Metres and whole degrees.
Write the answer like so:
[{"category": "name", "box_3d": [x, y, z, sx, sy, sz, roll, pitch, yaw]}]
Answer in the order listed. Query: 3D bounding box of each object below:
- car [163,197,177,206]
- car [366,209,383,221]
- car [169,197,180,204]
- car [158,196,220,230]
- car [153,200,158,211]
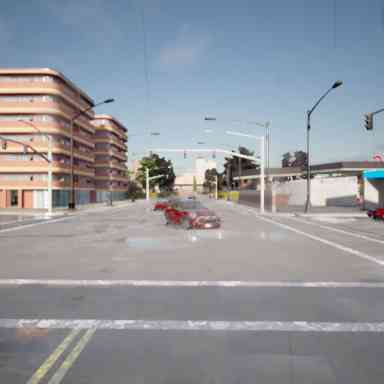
[{"category": "car", "box_3d": [-3.571, 1.539, 54.579, 1.837, 1.490, 4.892, 0, -1, 0]}, {"category": "car", "box_3d": [16.543, 1.617, 26.404, 4.718, 1.301, 1.895, 0, 0, 1]}, {"category": "car", "box_3d": [-3.493, 1.641, 67.774, 1.895, 1.301, 4.718, 0, 0, 0]}, {"category": "car", "box_3d": [-0.137, 1.339, 20.944, 2.097, 1.767, 4.553, 1, 0, -28]}, {"category": "car", "box_3d": [-3.585, 1.625, 40.692, 1.895, 1.301, 4.718, 0, 0, 0]}]
